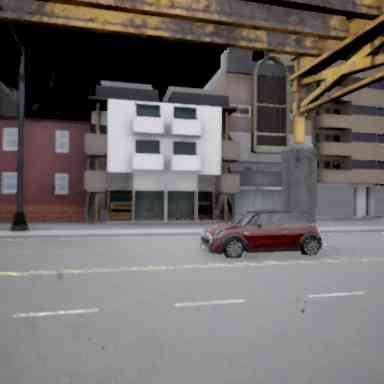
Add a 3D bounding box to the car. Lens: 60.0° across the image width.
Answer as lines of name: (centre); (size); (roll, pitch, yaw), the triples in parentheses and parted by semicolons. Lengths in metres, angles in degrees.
car: (2.618, 1.498, 12.958); (4.553, 1.767, 2.097); (1, -1, -13)
